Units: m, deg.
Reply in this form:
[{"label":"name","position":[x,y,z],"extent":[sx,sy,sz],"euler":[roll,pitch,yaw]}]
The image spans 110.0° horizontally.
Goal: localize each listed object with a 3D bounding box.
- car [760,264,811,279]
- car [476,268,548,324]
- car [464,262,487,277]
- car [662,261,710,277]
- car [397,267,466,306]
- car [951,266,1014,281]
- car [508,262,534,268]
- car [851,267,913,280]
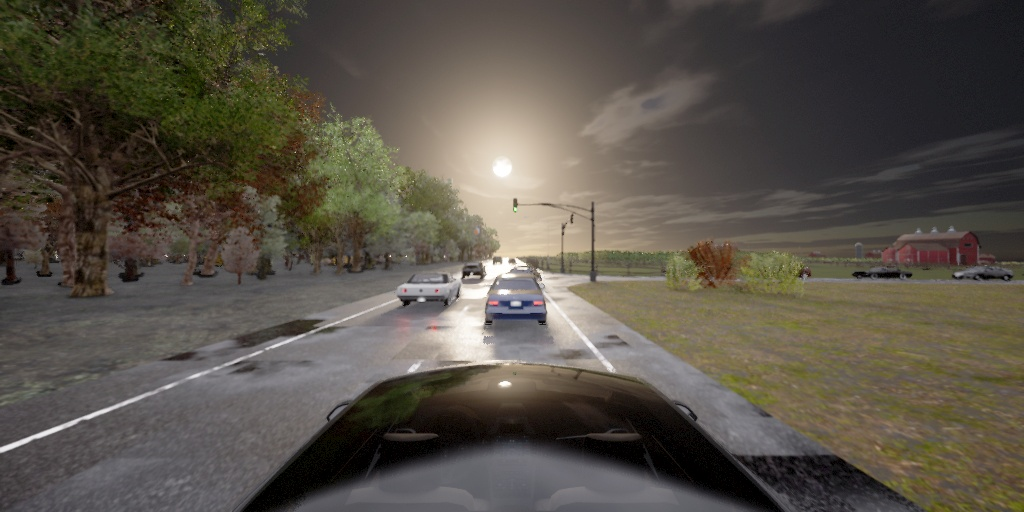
[{"label":"car","position":[28.116,1.576,37.252],"extent":[5.008,1.535,1.882],"euler":[1,-1,0]},{"label":"car","position":[0.101,1.296,11.900],"extent":[2.033,1.411,5.357],"euler":[0,0,0]},{"label":"car","position":[-3.399,1.247,32.673],"extent":[1.837,1.490,4.892],"euler":[0,0,0]},{"label":"car","position":[18.085,1.342,37.326],"extent":[4.553,1.767,2.097],"euler":[1,-1,1]},{"label":"car","position":[-3.399,1.349,15.701],"extent":[1.895,1.301,4.718],"euler":[0,0,0]},{"label":"car","position":[48.643,1.814,37.109],"extent":[4.902,1.511,2.128],"euler":[1,-1,1]},{"label":"car","position":[0.832,1.310,24.081],"extent":[1.994,1.385,4.181],"euler":[0,0,12]},{"label":"car","position":[38.260,1.810,37.203],"extent":[4.718,1.301,1.895],"euler":[1,-1,1]}]
